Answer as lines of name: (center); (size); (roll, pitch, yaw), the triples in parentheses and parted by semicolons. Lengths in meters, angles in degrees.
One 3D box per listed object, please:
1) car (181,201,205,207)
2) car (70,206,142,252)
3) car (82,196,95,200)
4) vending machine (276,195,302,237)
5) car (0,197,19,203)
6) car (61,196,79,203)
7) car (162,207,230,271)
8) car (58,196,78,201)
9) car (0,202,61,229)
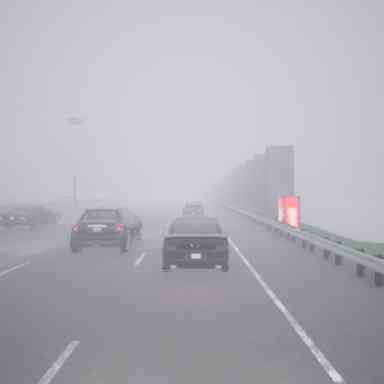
car: (0.104, 1.517, 29.121); (2.128, 1.511, 4.902); (0, 0, 0)
car: (-3.397, 1.364, 14.016); (2.097, 1.767, 4.553); (0, 0, 0)
car: (-23.792, 1.589, 76.629); (2.128, 1.511, 4.902); (0, 0, 0)
vending machine: (5.002, 1.211, 17.172); (1.100, 2.100, 0.880); (0, 0, 0)
car: (-31.131, 1.543, 55.861); (2.128, 1.511, 4.902); (0, 0, 2)
car: (-27.288, 1.588, 74.568); (2.128, 1.511, 4.902); (0, 0, 0)
car: (0.102, 1.487, 10.952); (1.882, 1.535, 5.008); (0, 0, 0)
car: (-20.658, 1.400, 55.350); (2.097, 1.767, 4.553); (0, 0, 2)
car: (-10.398, 1.566, 21.685); (2.033, 1.411, 5.357); (0, 0, 0)
